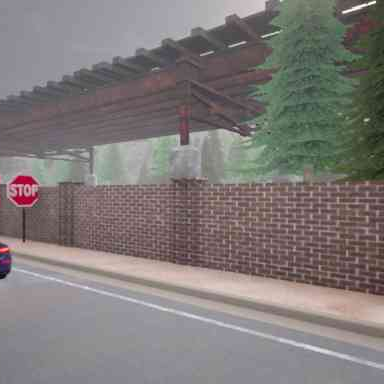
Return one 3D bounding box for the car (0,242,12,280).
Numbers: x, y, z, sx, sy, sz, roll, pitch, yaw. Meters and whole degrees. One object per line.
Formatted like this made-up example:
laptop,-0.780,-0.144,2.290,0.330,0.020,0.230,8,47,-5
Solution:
car,-6.430,1.526,8.576,4.674,1.442,1.812,0,0,36
